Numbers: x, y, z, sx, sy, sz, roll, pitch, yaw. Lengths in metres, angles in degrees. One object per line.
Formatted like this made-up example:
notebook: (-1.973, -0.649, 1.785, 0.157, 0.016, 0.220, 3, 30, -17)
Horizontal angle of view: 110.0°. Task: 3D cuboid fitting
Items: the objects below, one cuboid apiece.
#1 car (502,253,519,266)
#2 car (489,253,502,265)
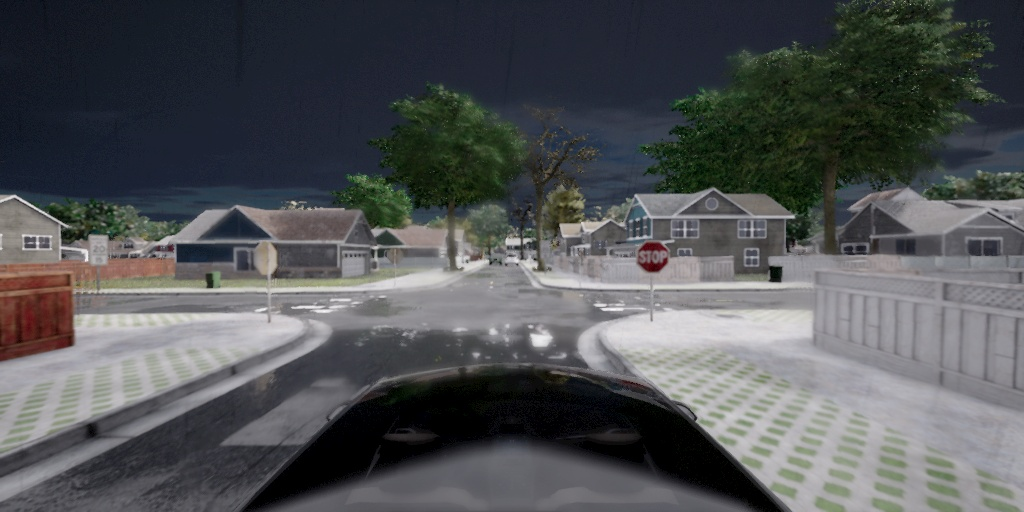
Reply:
car: (-0.037, 0.583, 58.644, 2.150, 2.045, 5.566, 0, 0, 0)
car: (-2.790, 0.547, 62.752, 2.150, 2.045, 5.566, 0, 0, 0)
